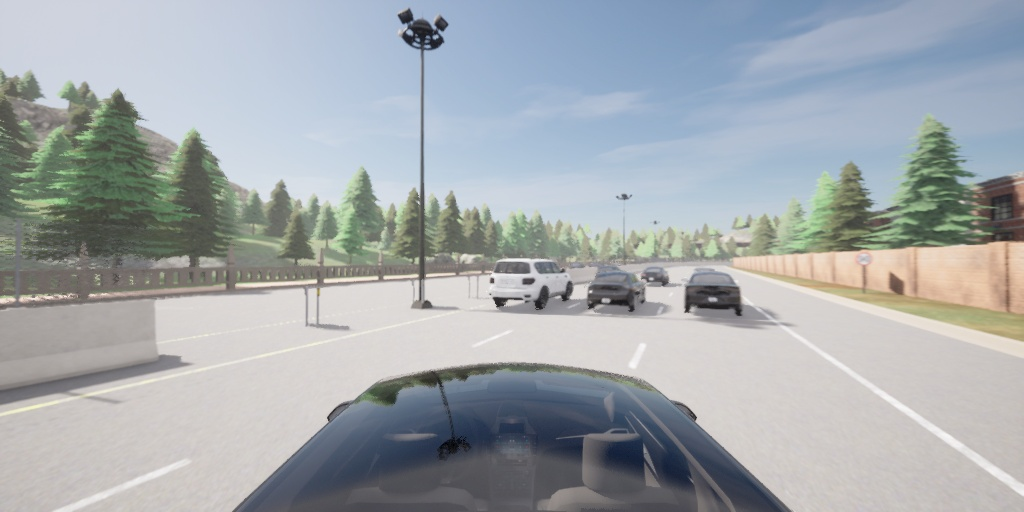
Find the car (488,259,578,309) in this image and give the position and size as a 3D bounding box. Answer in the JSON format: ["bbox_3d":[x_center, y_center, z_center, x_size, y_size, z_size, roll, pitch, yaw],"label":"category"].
[{"bbox_3d":[1.018,1.143,16.206,2.150,2.045,5.566,0,0,27],"label":"car"}]

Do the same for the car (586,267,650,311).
[{"bbox_3d":[4.590,1.414,15.493,1.837,1.490,4.892,0,0,27],"label":"car"}]

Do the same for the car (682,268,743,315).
[{"bbox_3d":[8.078,1.370,14.622,1.882,1.535,5.008,0,0,27],"label":"car"}]

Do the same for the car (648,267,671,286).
[{"bbox_3d":[11.534,1.582,28.958,1.812,1.442,4.674,0,-1,28],"label":"car"}]

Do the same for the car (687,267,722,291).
[{"bbox_3d":[13.977,1.569,26.110,2.033,1.411,5.357,0,-1,28],"label":"car"}]

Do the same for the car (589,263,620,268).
[{"bbox_3d":[8.249,1.582,30.240,1.837,1.490,4.892,0,0,28],"label":"car"}]
